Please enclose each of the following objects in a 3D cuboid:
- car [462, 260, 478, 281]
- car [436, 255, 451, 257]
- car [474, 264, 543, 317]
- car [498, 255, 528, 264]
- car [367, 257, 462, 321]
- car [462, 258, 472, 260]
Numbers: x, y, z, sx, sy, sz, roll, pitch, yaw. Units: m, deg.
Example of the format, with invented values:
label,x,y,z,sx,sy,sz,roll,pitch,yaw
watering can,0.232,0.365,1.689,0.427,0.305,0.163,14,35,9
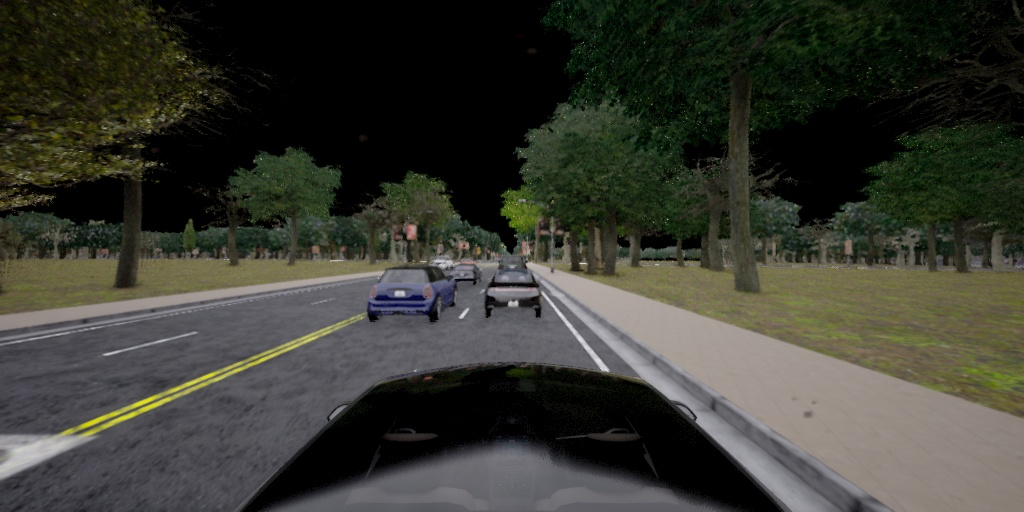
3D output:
label,x,y,z,sx,sy,sz,roll,pitch,yaw
car,-3.211,1.235,25.574,2.033,1.411,5.357,0,0,1
car,-9.841,0.940,50.873,2.150,2.045,5.566,0,0,0
car,0.057,1.200,12.920,2.128,1.511,4.902,0,0,0
car,0.058,0.910,28.154,2.150,2.045,5.566,0,0,0
car,-3.194,1.067,12.395,2.097,1.767,4.553,0,1,0
car,-6.589,1.073,51.671,2.097,1.767,4.553,0,0,0
